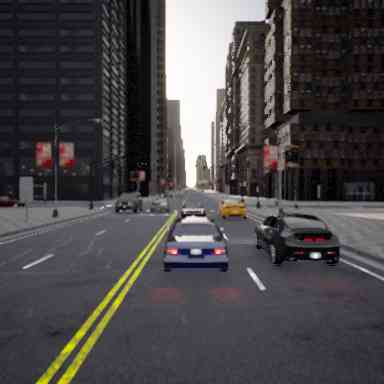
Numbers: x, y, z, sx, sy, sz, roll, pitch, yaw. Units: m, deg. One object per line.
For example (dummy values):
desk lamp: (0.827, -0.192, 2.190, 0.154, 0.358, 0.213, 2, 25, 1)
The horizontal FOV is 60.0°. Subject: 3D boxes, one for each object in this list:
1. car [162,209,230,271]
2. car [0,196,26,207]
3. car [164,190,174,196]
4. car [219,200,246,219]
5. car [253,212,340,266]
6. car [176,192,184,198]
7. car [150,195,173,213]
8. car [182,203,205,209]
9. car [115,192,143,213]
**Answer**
car: (0.100, 1.506, 10.671, 2.033, 1.411, 5.357, 0, 0, 0)
car: (-22.779, 1.250, 41.118, 4.507, 1.381, 1.887, 0, 0, 0)
car: (-6.499, 0.736, 92.078, 2.150, 2.045, 5.566, 0, 0, 0)
car: (3.350, 1.368, 28.068, 1.882, 1.535, 5.008, 0, 0, 0)
car: (3.349, 1.461, 11.419, 1.837, 1.490, 4.892, 0, 0, 0)
car: (-3.249, 0.866, 92.138, 2.097, 1.767, 4.553, 0, 0, 0)
car: (-3.250, 1.396, 34.995, 1.812, 1.442, 4.674, 0, 0, 0)
car: (0.100, 1.498, 26.376, 1.895, 1.301, 4.718, 0, 0, 0)
car: (-6.500, 1.071, 34.927, 2.150, 2.045, 5.566, 0, 0, 0)
